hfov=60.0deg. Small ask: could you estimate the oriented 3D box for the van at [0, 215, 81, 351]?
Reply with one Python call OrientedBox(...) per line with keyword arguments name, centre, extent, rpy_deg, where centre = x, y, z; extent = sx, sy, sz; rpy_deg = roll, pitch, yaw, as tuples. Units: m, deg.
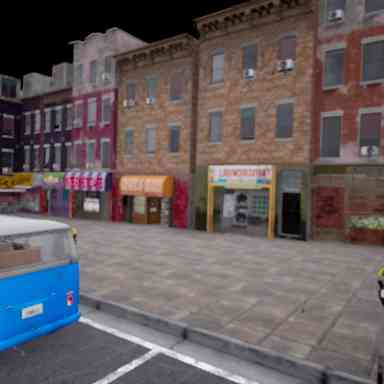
OrientedBox(name="van", centre=(-3.535, 1.248, 5.310), extent=(3.998, 1.788, 1.690), rpy_deg=(1, 2, 36))
